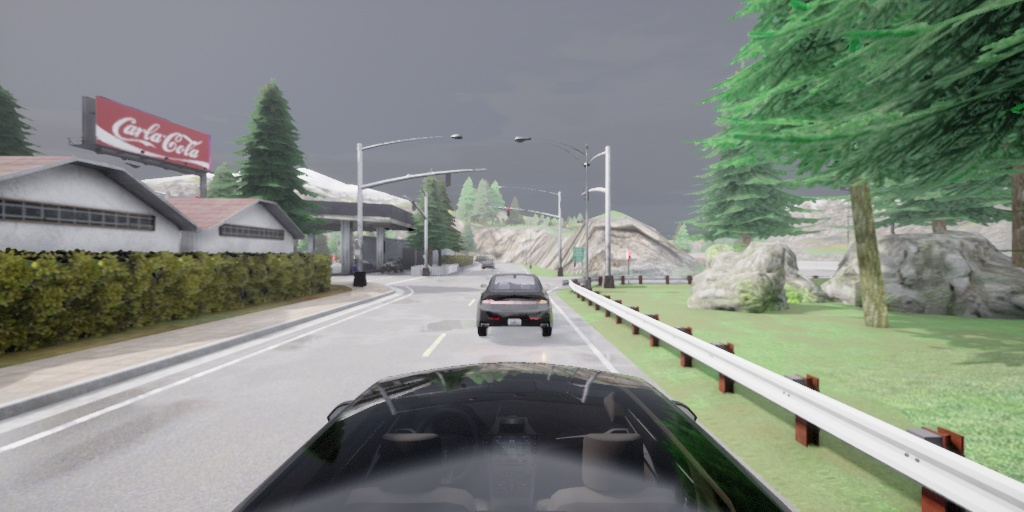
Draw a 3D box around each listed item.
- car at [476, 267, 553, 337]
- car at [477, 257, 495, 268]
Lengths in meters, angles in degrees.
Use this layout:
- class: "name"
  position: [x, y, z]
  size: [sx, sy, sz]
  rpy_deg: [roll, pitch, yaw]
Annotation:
- class: "car"
  position: [0.081, 1.241, 10.297]
  size: [2.128, 1.511, 4.902]
  rpy_deg: [0, 0, 1]
- class: "car"
  position: [-3.404, 1.318, 51.916]
  size: [2.033, 1.411, 5.357]
  rpy_deg: [0, 0, 0]
